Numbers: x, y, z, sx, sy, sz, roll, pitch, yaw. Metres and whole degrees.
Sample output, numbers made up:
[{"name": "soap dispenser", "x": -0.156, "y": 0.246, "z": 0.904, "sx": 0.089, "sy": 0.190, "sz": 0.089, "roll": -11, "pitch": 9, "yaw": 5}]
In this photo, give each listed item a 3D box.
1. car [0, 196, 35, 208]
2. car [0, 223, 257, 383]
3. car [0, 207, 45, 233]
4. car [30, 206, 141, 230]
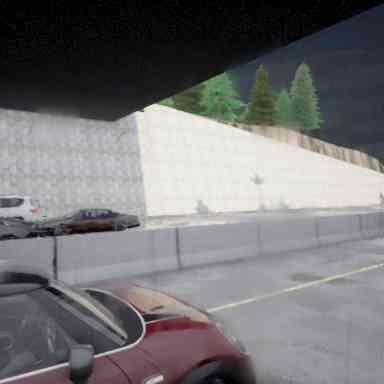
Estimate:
[{"name": "car", "x": -11.131, "y": 1.217, "z": 17.549, "sx": 5.566, "sy": 2.045, "sz": 2.150, "roll": 0, "pitch": 0, "yaw": -35}, {"name": "car", "x": -1.604, "y": 1.352, "z": 2.603, "sx": 4.553, "sy": 1.767, "sz": 2.097, "roll": 0, "pitch": 0, "yaw": -36}, {"name": "car", "x": -7.910, "y": 1.491, "z": 11.248, "sx": 4.902, "sy": 1.511, "sz": 2.128, "roll": 0, "pitch": 0, "yaw": -35}, {"name": "car", "x": -5.357, "y": 1.532, "z": 17.367, "sx": 5.357, "sy": 1.411, "sz": 2.033, "roll": 0, "pitch": 0, "yaw": -35}]
